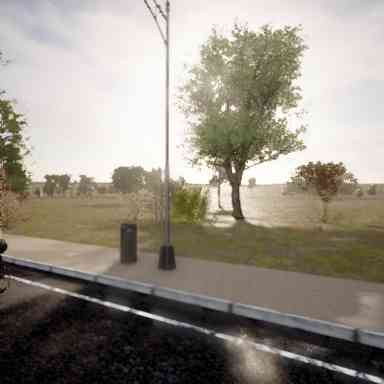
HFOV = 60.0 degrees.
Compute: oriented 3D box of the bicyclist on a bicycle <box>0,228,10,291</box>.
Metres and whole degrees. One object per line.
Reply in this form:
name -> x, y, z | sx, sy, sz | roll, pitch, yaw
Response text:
bicyclist on a bicycle -> -4.786, 1.491, 7.980 | 1.656, 1.620, 0.582 | -1, 0, 35
